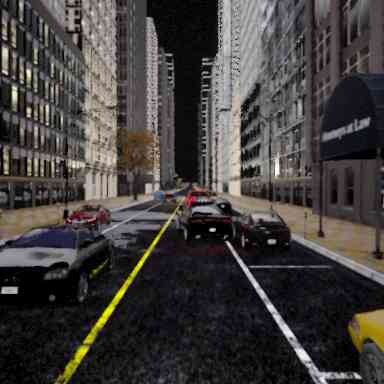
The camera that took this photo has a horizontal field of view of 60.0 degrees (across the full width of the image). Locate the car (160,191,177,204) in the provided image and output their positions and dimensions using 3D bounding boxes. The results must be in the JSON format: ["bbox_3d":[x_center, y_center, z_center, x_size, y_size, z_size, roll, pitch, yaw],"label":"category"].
[{"bbox_3d":[-3.211,0.951,48.468,1.812,1.442,4.674,0,1,0],"label":"car"}]

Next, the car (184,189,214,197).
[{"bbox_3d":[0.477,0.852,31.521,2.150,2.045,5.566,0,1,-3],"label":"car"}]

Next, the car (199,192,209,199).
[{"bbox_3d":[2.500,0.700,70.234,1.887,1.381,4.507,0,1,0],"label":"car"}]

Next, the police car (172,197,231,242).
[{"bbox_3d":[0.415,1.242,15.544,1.930,1.638,5.238,0,1,-9],"label":"police car"}]

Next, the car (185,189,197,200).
[{"bbox_3d":[-0.175,0.448,66.054,2.150,2.045,5.566,0,1,0],"label":"car"}]

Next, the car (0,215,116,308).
[{"bbox_3d":[-3.120,1.473,7.683,1.994,1.385,4.181,0,1,0],"label":"car"}]

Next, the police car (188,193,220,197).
[{"bbox_3d":[0.832,1.124,25.645,1.930,1.638,5.238,0,1,0],"label":"police car"}]

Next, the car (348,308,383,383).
[{"bbox_3d":[2.680,1.500,2.032,1.752,1.417,4.829,0,1,0],"label":"car"}]

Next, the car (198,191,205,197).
[{"bbox_3d":[2.456,0.460,87.498,1.752,1.417,4.829,0,1,0],"label":"car"}]

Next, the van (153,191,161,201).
[{"bbox_3d":[-5.852,0.640,58.819,1.690,1.788,3.998,0,1,0],"label":"van"}]

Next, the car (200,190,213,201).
[{"bbox_3d":[2.529,0.612,58.836,2.192,1.841,5.009,0,1,0],"label":"car"}]

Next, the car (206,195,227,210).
[{"bbox_3d":[2.591,1.120,36.047,1.887,1.381,4.507,0,1,0],"label":"car"}]

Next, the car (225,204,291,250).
[{"bbox_3d":[2.650,1.394,13.256,2.008,1.369,4.403,0,1,0],"label":"car"}]

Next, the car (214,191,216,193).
[{"bbox_3d":[2.559,0.752,47.440,2.192,1.841,5.009,0,1,0],"label":"car"}]

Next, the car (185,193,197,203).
[{"bbox_3d":[-0.135,0.919,51.038,1.812,1.442,4.674,0,1,0],"label":"car"}]

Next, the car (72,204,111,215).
[{"bbox_3d":[-5.745,1.361,18.939,1.802,1.307,4.206,0,1,0],"label":"car"}]
